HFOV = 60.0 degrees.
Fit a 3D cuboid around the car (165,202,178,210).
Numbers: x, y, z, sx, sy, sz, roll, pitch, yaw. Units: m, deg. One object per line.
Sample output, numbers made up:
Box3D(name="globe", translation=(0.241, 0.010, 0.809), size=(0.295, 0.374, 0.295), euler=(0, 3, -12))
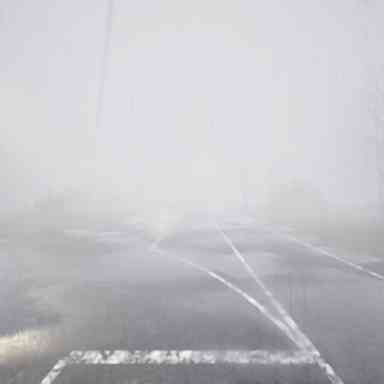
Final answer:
Box3D(name="car", translation=(-3.393, 2.240, 55.276), size=(1.895, 1.301, 4.718), euler=(0, -1, 0))
